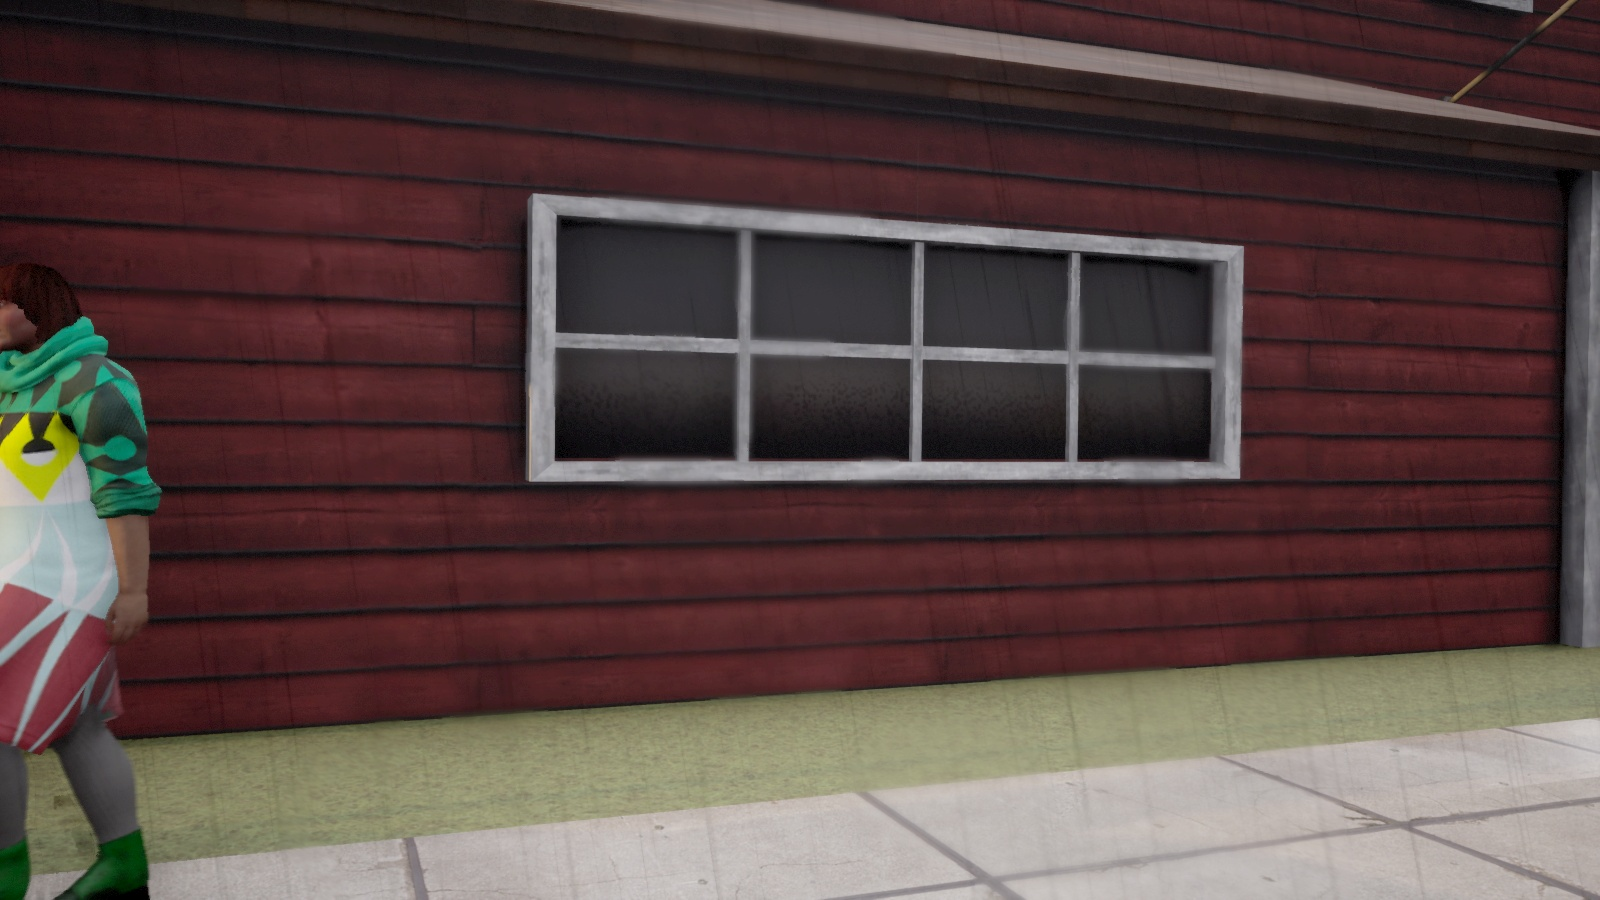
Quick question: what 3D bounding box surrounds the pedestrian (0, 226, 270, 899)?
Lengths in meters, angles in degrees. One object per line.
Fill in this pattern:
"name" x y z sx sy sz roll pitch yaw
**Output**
"pedestrian" -2.057 0.426 3.446 0.659 1.952 0.873 0 1 39
